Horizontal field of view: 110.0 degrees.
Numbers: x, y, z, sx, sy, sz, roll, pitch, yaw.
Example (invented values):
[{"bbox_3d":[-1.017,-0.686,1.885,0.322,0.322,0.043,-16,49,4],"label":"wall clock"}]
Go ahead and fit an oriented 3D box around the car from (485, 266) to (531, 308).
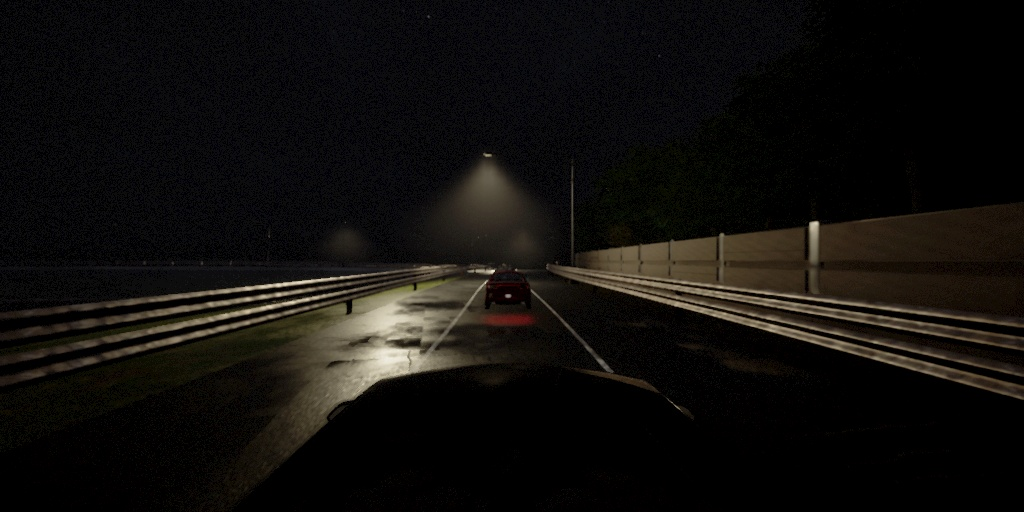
[{"bbox_3d":[-0.200,1.394,16.224,1.882,1.535,5.008,0,0,-1],"label":"car"}]
